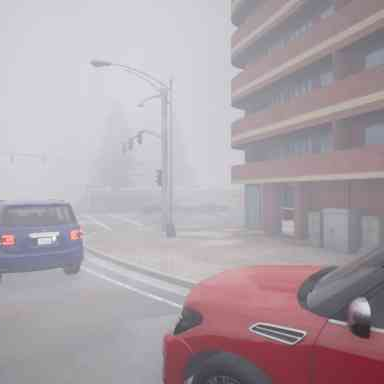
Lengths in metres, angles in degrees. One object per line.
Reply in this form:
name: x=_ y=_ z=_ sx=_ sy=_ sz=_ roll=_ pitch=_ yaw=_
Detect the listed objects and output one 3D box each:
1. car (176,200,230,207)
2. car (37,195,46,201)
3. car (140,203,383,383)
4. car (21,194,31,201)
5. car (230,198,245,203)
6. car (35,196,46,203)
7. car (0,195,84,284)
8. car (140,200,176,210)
car: x=1.116 y=1.656 z=34.250 sx=4.718 sy=1.301 sz=1.895 roll=0 pitch=0 yaw=-23
car: x=-37.240 y=1.478 z=82.542 sx=1.882 sy=1.535 sz=5.008 roll=0 pitch=0 yaw=-23
car: x=2.348 y=1.221 z=2.453 sx=5.566 sy=2.045 sz=2.150 roll=0 pitch=0 yaw=36
car: x=-40.415 y=1.355 z=81.065 sx=2.097 sy=1.767 sz=4.553 roll=0 pitch=0 yaw=-23
car: x=5.187 y=1.533 z=39.732 sx=5.008 sy=1.535 sz=1.882 roll=0 pitch=0 yaw=-23
car: x=-33.219 y=1.540 z=73.066 sx=2.033 sy=1.411 sz=5.357 roll=0 pitch=0 yaw=-23
car: x=-4.951 y=1.221 z=9.811 sx=2.150 sy=2.045 sz=5.566 roll=0 pitch=0 yaw=-36
car: x=-3.340 y=1.581 z=36.167 sx=4.674 sy=1.442 sz=1.812 roll=0 pitch=0 yaw=-22
